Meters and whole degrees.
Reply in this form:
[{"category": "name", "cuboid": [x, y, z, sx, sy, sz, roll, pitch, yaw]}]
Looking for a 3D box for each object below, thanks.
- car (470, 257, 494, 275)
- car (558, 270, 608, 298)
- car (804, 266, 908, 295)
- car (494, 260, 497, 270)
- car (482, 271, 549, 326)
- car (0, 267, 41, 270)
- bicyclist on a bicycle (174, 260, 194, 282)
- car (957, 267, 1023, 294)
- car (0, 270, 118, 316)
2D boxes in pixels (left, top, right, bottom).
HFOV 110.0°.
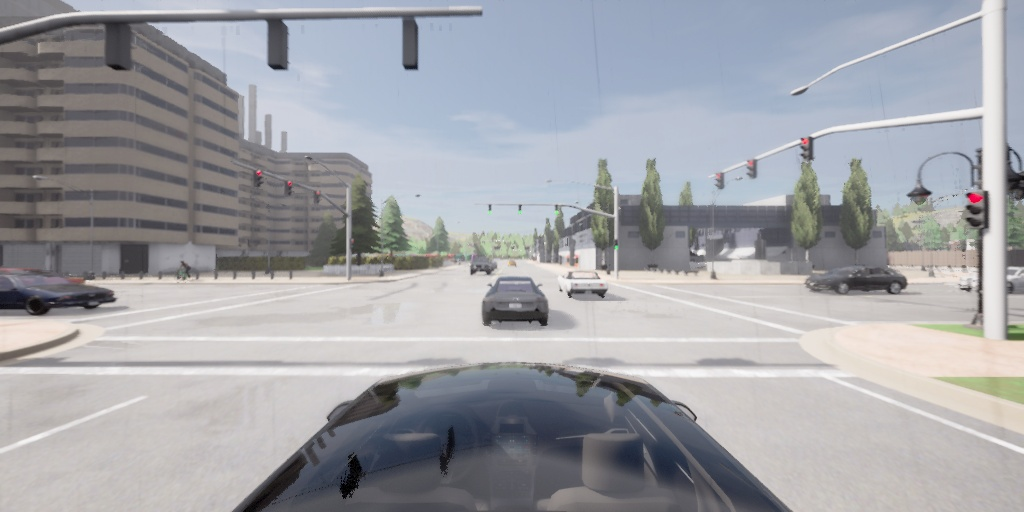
[{"category": "car", "cuboid": [-3.589, 1.142, 41.855, 2.150, 2.045, 5.566, 0, 0, 0]}, {"category": "car", "cuboid": [3.600, 1.424, 19.087, 1.895, 1.301, 4.718, 0, 0, 0]}, {"category": "car", "cuboid": [19.086, 1.332, 20.021, 4.892, 1.490, 1.837, 0, 0, -1]}, {"category": "car", "cuboid": [-3.568, 1.526, 51.826, 1.994, 1.385, 4.181, 0, 0, 0]}, {"category": "car", "cuboid": [0.096, 1.357, 11.943, 1.994, 1.385, 4.181, 0, 0, 0]}, {"category": "car", "cuboid": [-22.889, 1.292, 16.645, 5.008, 1.535, 1.882, 0, 0, 0]}, {"category": "bicyclist on a bicycle", "cuboid": [-25.250, 1.163, 27.632, 0.582, 1.620, 1.656, 0, 0, 0]}, {"category": "car", "cuboid": [28.308, 1.354, 20.463, 4.674, 1.442, 1.812, 0, 0, -6]}, {"category": "car", "cuboid": [-17.967, 1.347, 13.143, 5.357, 1.411, 2.033, 0, 0, 0]}]
